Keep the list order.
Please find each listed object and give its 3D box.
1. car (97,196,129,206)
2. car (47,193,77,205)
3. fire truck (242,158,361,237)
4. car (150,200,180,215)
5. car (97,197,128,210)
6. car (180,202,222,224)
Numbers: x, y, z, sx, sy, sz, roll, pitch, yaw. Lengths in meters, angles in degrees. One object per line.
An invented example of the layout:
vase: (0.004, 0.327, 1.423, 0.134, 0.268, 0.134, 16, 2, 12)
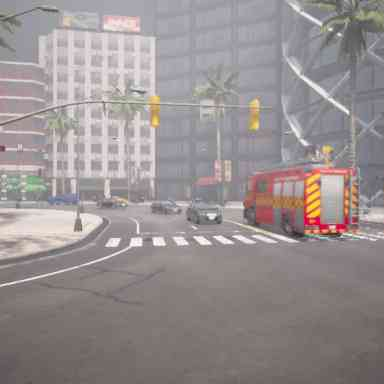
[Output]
car: (-12.723, 1.478, 53.681, 5.008, 1.535, 1.882, 0, 0, 28)
car: (-22.336, 1.221, 57.786, 5.566, 2.045, 2.150, 0, 0, 16)
fire truck: (5.711, 0.342, 19.238, 2.891, 3.827, 8.468, 0, 0, -10)
car: (-2.798, 1.526, 34.497, 1.812, 1.442, 4.674, 0, 0, -31)
car: (-10.509, 1.492, 43.633, 4.902, 1.511, 2.128, 0, 0, 39)
car: (0.814, 1.492, 24.890, 2.128, 1.511, 4.902, 0, 0, -13)
